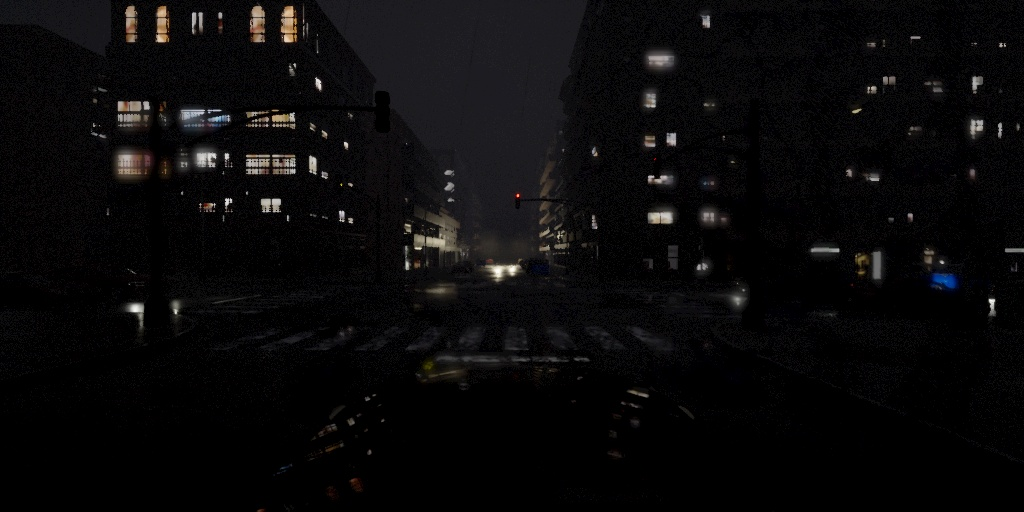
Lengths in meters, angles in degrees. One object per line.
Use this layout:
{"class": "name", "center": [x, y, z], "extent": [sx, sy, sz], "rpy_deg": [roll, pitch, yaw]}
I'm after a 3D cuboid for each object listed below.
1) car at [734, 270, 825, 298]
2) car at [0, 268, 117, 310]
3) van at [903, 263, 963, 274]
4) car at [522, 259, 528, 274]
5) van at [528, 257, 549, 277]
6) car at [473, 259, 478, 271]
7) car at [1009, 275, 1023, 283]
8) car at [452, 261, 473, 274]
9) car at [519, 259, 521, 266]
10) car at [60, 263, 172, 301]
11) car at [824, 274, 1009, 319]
{"class": "car", "center": [14.946, 1.453, 19.020], "extent": [5.357, 1.411, 2.033], "rpy_deg": [1, 0, 0]}
{"class": "car", "center": [-17.762, 1.215, 13.228], "extent": [4.207, 1.307, 1.802], "rpy_deg": [0, 0, 0]}
{"class": "van", "center": [26.060, 1.343, 21.597], "extent": [3.998, 1.789, 1.690], "rpy_deg": [0, 0, 0]}
{"class": "car", "center": [2.657, 1.091, 41.478], "extent": [2.192, 1.841, 5.009], "rpy_deg": [0, 0, 0]}
{"class": "van", "center": [2.756, 1.109, 35.981], "extent": [1.690, 1.789, 3.998], "rpy_deg": [0, 0, 0]}
{"class": "car", "center": [-5.920, 1.352, 47.034], "extent": [1.948, 1.339, 4.313], "rpy_deg": [0, 0, 0]}
{"class": "car", "center": [28.664, 1.551, 19.020], "extent": [4.892, 1.490, 1.837], "rpy_deg": [-1, 0, 0]}
{"class": "car", "center": [-5.910, 1.359, 41.512], "extent": [1.802, 1.307, 4.207], "rpy_deg": [0, 0, 0]}
{"class": "car", "center": [2.585, 1.252, 58.039], "extent": [1.967, 1.591, 4.097], "rpy_deg": [0, 0, 0]}
{"class": "car", "center": [-18.015, 1.086, 15.809], "extent": [5.008, 1.535, 1.882], "rpy_deg": [1, 0, 0]}
{"class": "car", "center": [14.690, 1.498, 13.228], "extent": [4.507, 1.381, 1.888], "rpy_deg": [0, 0, 0]}
